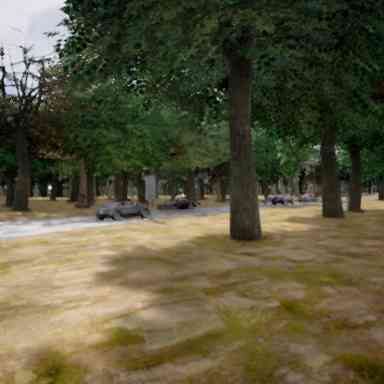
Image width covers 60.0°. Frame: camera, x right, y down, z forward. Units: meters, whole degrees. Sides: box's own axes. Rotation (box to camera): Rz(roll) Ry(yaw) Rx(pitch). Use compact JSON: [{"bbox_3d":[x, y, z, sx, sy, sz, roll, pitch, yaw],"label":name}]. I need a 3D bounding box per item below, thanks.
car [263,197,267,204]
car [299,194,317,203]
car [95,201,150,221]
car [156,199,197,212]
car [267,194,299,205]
[{"bbox_3d":[13.121,1.221,53.845,1.812,1.442,4.674,-2,-1,38],"label":"car"},{"bbox_3d":[19.623,1.128,56.477,2.033,1.411,5.357,-2,-1,38],"label":"car"},{"bbox_3d":[-5.085,1.329,24.761,1.994,1.385,4.181,-2,-1,38],"label":"car"},{"bbox_3d":[-1.607,1.407,35.080,1.895,1.301,4.718,-2,-1,38],"label":"car"},{"bbox_3d":[13.248,1.129,48.223,1.837,1.490,4.892,-2,-1,38],"label":"car"}]
